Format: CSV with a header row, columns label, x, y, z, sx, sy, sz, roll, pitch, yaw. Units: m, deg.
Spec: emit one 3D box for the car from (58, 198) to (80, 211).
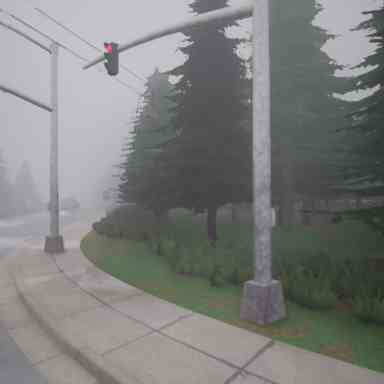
label,x,y,z,sx,sy,sz,roll,pitch,yaw
car,-19.127,1.826,52.543,2.128,1.511,4.902,44,-1,4
